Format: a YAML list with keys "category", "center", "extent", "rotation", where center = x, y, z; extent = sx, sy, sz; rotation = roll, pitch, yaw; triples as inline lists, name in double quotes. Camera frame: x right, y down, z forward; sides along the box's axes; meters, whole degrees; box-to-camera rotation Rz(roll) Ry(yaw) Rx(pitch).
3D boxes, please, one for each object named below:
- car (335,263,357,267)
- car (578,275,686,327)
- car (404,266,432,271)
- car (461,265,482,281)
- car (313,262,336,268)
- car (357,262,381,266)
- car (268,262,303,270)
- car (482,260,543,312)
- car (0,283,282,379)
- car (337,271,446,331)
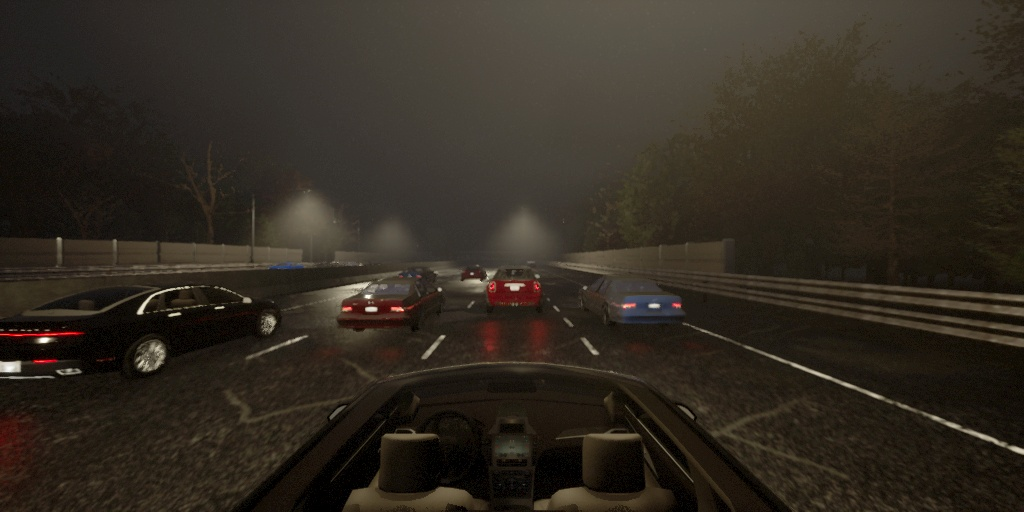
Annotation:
- category: "car"
  center: [-21.091, 1.604, 47.554]
  extent: [1.994, 1.385, 4.181]
  rotation: [0, 0, 0]
- category: "car"
  center: [3.566, 1.340, 11.702]
  extent: [2.033, 1.411, 5.357]
  rotation: [0, 0, -2]
- category: "car"
  center: [-6.909, 1.450, 26.545]
  extent: [2.033, 1.411, 5.357]
  rotation: [0, 0, 0]
- category: "car"
  center: [-3.407, 1.506, 32.640]
  extent: [1.994, 1.385, 4.181]
  rotation: [0, 0, 0]
- category: "car"
  center: [-24.587, 1.547, 47.740]
  extent: [1.837, 1.490, 4.892]
  rotation: [0, -1, 0]
- category: "car"
  center: [-17.598, 1.553, 45.716]
  extent: [1.812, 1.442, 4.674]
  rotation: [0, 0, 0]
- category: "car"
  center: [-28.092, 1.497, 44.566]
  extent: [1.882, 1.535, 5.008]
  rotation: [0, 0, 0]
- category: "car"
  center: [0.096, 1.181, 14.831]
  extent: [2.097, 1.767, 4.553]
  rotation: [0, 0, 0]
- category: "car"
  center: [-6.902, 1.288, 7.351]
  extent: [1.837, 1.490, 4.892]
  rotation: [0, 0, 0]
- category: "car"
  center: [-3.402, 1.354, 11.180]
  extent: [2.033, 1.411, 5.357]
  rotation: [0, 0, 0]
